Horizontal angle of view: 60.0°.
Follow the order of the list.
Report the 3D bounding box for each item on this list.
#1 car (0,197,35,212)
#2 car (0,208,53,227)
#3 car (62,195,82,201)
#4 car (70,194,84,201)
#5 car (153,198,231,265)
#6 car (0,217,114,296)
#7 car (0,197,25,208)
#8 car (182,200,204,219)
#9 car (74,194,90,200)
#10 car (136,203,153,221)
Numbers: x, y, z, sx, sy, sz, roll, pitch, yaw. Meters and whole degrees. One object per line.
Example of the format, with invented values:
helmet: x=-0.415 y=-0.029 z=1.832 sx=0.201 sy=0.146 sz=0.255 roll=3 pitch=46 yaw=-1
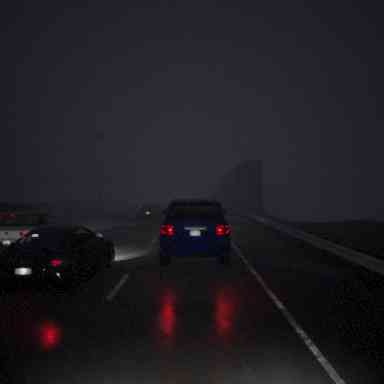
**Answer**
car: x=-10.404 y=1.367 z=19.915 sx=2.097 sy=1.767 sz=4.553 roll=0 pitch=0 yaw=0
car: x=-6.904 y=1.612 z=14.671 sx=1.895 sy=1.301 sz=4.718 roll=0 pitch=0 yaw=0
car: x=-20.901 y=1.607 z=56.827 sx=1.994 sy=1.385 sz=4.181 roll=0 pitch=0 yaw=2
car: x=-30.826 y=1.368 z=89.117 sx=2.097 sy=1.767 sz=4.553 roll=0 pitch=0 yaw=0
car: x=0.107 y=1.231 z=11.838 sx=2.150 sy=2.045 sz=5.566 roll=0 pitch=0 yaw=0
car: x=-3.403 y=1.571 z=8.711 sx=1.994 sy=1.385 sz=4.181 roll=0 pitch=0 yaw=0
car: x=-27.995 y=1.567 z=51.618 sx=1.812 sy=1.442 sz=4.674 roll=0 pitch=1 yaw=1
car: x=0.088 y=1.527 z=30.227 sx=1.837 sy=1.490 sz=4.892 roll=0 pitch=0 yaw=0
car: x=-23.978 y=1.609 z=73.550 sx=1.994 sy=1.385 sz=4.181 roll=0 pitch=0 yaw=1
car: x=-3.408 y=1.585 z=27.610 sx=1.994 sy=1.385 sz=4.181 roll=0 pitch=0 yaw=0
